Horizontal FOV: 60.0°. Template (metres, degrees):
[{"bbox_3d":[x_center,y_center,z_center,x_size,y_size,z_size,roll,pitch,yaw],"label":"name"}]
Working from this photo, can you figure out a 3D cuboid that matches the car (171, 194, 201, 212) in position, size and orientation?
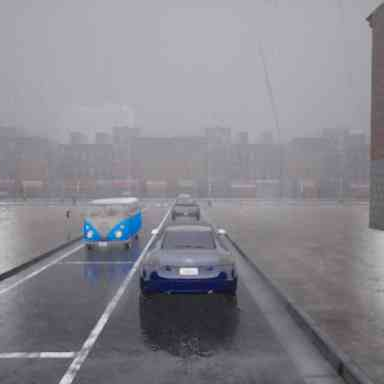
[{"bbox_3d":[-0.422,1.112,22.926,2.128,1.511,4.902,0,1,-1],"label":"car"}]

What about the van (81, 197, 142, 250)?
[{"bbox_3d":[-2.932,1.127,12.827,1.690,1.788,3.998,-1,1,-1],"label":"van"}]

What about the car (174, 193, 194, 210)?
[{"bbox_3d":[-0.718,0.945,34.209,1.837,1.490,4.892,0,1,1],"label":"car"}]

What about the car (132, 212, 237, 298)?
[{"bbox_3d":[-0.086,1.424,8.247,1.994,1.385,4.181,0,1,-1],"label":"car"}]
